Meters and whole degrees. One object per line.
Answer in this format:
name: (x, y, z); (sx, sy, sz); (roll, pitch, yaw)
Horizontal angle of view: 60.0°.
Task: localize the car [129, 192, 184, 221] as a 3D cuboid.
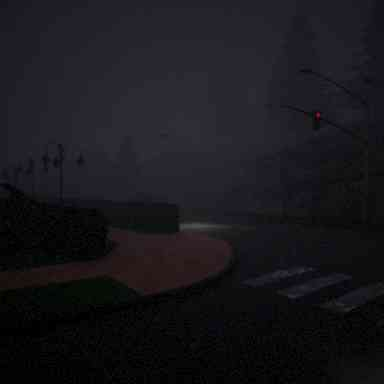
car: (-2.864, 1.056, 24.653); (2.150, 2.045, 5.566); (0, 0, -36)
